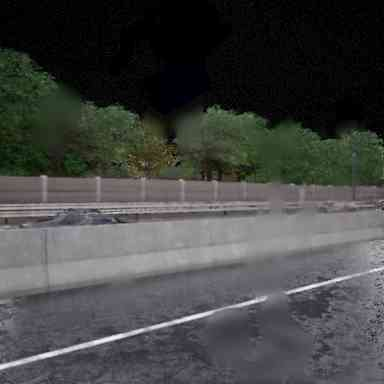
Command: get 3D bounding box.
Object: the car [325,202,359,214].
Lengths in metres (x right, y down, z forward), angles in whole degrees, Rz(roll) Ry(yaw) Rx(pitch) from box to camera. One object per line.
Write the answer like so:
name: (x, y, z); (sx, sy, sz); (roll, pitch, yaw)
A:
car: (17.006, 1.832, 37.600); (4.674, 1.442, 1.812); (1, -1, -35)

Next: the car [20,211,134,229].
car: (-4.270, 1.635, 13.842); (4.718, 1.301, 1.895); (1, 0, -35)

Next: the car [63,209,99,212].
car: (-5.840, 1.586, 17.022); (5.357, 1.411, 2.033); (1, 0, -35)
